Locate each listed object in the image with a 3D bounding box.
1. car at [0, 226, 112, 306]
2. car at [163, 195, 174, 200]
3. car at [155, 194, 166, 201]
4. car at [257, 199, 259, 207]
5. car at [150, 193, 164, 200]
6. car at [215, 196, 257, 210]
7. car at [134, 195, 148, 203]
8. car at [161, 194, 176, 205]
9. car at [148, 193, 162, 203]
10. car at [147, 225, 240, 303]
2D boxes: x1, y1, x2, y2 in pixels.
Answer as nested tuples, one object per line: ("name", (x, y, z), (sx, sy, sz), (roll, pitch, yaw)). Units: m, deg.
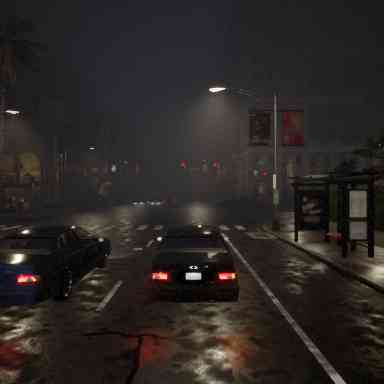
("car", (-3.477, 1.547, 8.249), (2.033, 1.411, 5.357), (0, 0, 0))
("car", (-6.504, 1.500, 92.648), (1.837, 1.490, 4.892), (0, 0, 12))
("car", (-7.600, 1.355, 80.704), (2.097, 1.767, 4.553), (0, 0, 0))
("car", (7.437, 1.353, 47.977), (4.553, 1.767, 2.097), (0, 0, 5))
("car", (-9.862, 1.225, 93.648), (2.150, 2.045, 5.566), (0, 0, 12))
("car", (5.519, 1.491, 43.598), (4.902, 1.511, 2.128), (0, 0, -5))
("car", (-11.024, 1.553, 70.475), (1.994, 1.385, 4.181), (0, 0, 0))
("car", (-3.828, 1.477, 58.139), (1.882, 1.535, 5.008), (0, 0, 0))
("car", (-7.524, 1.553, 70.521), (1.994, 1.385, 4.181), (0, 0, 0))
("car", (0.023, 1.547, 8.435), (2.033, 1.411, 5.357), (0, 0, 0))
